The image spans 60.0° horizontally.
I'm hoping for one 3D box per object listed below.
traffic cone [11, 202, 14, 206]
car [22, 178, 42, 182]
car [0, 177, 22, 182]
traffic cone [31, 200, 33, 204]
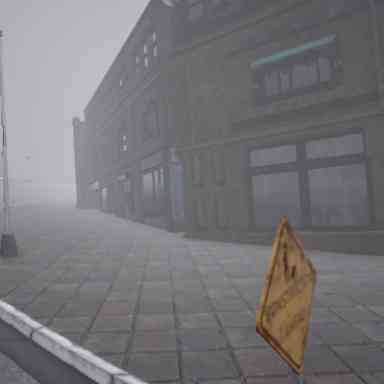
[{"bbox_3d":[-25.760,1.667,47.544,0.340,0.580,0.340,-4,1,-5],"label":"traffic cone"},{"bbox_3d":[-41.910,-2.770,85.289,2.002,1.452,4.674,-6,-3,34],"label":"car"},{"bbox_3d":[-45.030,-2.808,80.701,2.231,1.521,4.892,-6,-3,35],"label":"car"},{"bbox_3d":[-23.970,1.436,49.726,0.340,0.580,0.340,-7,-2,-5],"label":"traffic cone"}]
